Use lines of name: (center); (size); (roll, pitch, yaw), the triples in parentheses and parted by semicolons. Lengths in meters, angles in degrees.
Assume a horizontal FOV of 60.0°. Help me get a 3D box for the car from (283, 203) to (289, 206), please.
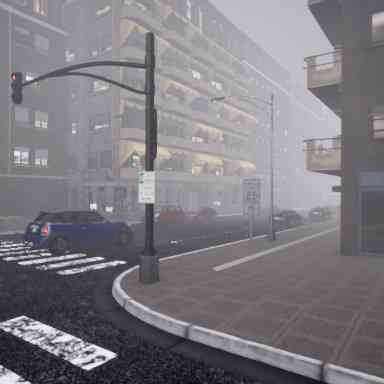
car: (13.755, 2.405, 50.658); (1.752, 1.417, 4.829); (-1, -1, 35)

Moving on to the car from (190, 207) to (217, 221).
car: (0.911, 2.063, 32.150); (1.802, 1.307, 4.206); (-1, -1, 35)

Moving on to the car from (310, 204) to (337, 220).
car: (14.211, 2.296, 36.733); (1.947, 1.339, 4.313); (-1, -2, 35)

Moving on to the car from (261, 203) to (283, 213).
car: (10.616, 2.327, 46.135); (1.887, 1.381, 4.507); (-1, -1, 35)

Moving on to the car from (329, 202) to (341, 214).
car: (20.779, 2.459, 46.197); (1.752, 1.417, 4.829); (-1, -2, 35)

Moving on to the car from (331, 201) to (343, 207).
car: (36.472, 3.023, 83.451); (1.967, 1.590, 4.097); (-1, -1, 35)

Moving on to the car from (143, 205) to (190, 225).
car: (-2.324, 1.821, 27.492); (1.967, 1.590, 4.097); (-1, -1, 35)

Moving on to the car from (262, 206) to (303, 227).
car: (7.740, 2.095, 27.409); (1.947, 1.339, 4.313); (-1, -2, 35)

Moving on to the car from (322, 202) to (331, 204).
car: (19.549, 2.546, 48.887); (1.895, 1.301, 4.718); (0, -1, 35)

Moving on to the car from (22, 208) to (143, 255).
car: (-4.722, 1.545, 14.482); (2.097, 1.767, 4.553); (0, -1, 41)
